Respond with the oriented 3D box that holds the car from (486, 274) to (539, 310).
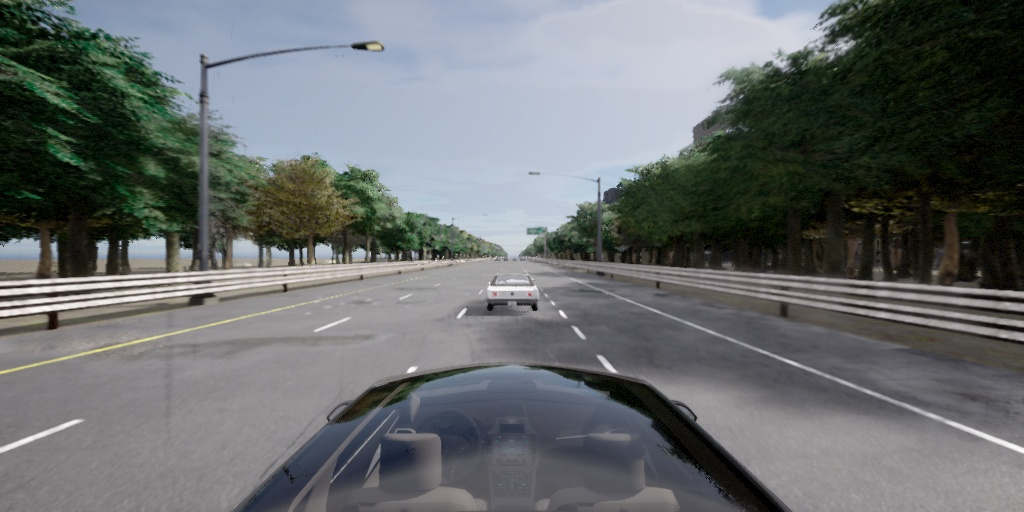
[{"bbox_3d":[0.013,1.364,14.712,1.895,1.301,4.718,0,0,0],"label":"car"}]
